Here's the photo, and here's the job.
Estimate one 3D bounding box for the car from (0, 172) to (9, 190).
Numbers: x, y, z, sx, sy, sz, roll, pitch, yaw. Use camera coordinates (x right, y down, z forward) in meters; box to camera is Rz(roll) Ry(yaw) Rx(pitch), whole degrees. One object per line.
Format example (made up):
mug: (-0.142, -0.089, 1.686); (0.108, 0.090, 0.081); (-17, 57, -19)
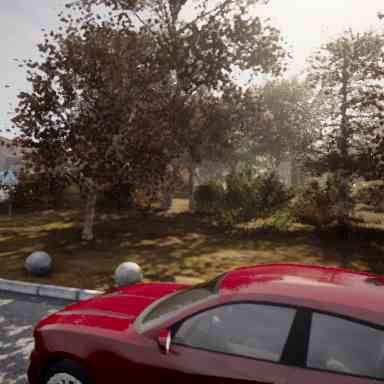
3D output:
car: (-25.869, -1.341, 44.193); (2.150, 2.045, 5.566); (1, 4, -13)

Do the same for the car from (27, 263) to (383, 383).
car: (0.765, 1.468, 3.130); (5.008, 1.535, 1.882); (1, 0, 23)
